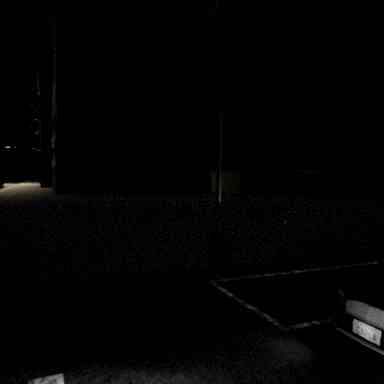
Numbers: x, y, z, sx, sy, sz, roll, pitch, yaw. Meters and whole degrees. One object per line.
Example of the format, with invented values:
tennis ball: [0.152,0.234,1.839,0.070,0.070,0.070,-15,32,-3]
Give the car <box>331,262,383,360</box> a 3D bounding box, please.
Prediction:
car: [4.307,1.404,4.920,4.902,1.511,2.128,0,2,-24]

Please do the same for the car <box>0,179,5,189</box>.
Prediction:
car: [-29.112,-1.249,49.535,1.812,1.442,4.674,0,3,-24]
